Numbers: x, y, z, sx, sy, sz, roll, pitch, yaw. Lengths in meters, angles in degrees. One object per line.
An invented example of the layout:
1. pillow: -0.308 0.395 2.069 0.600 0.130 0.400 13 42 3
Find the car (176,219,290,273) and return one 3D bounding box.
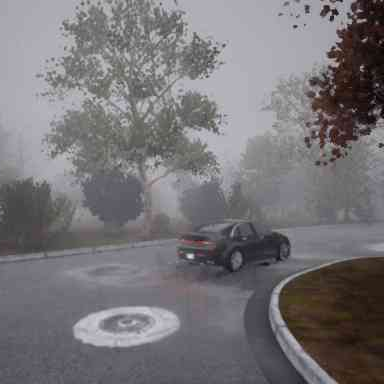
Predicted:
1. car: 1.614 1.708 11.454 1.837 1.490 4.892 -1 -3 43
